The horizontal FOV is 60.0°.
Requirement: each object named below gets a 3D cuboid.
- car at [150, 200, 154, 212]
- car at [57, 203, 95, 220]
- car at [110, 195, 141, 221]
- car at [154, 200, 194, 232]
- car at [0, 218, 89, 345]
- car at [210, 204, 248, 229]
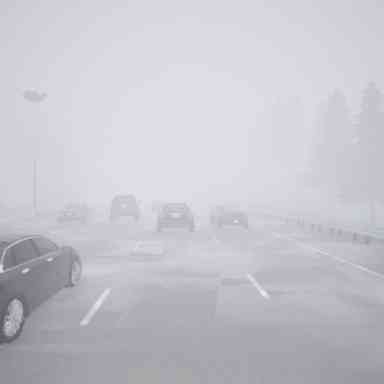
[{"bbox_3d":[-3.902,1.610,39.452,1.895,1.301,4.718,0,0,-11],"label":"car"},{"bbox_3d":[-8.621,1.566,24.980,2.033,1.411,5.357,0,0,-8],"label":"car"},{"bbox_3d":[-5.415,1.233,27.327,2.150,2.045,5.566,0,0,-8],"label":"car"},{"bbox_3d":[-1.088,1.355,20.341,2.097,1.767,4.553,0,0,-6],"label":"car"},{"bbox_3d":[-3.608,1.512,6.342,1.837,1.490,4.892,0,0,-2],"label":"car"},{"bbox_3d":[2.323,1.522,21.477,1.812,1.442,4.674,0,0,-6],"label":"car"}]
